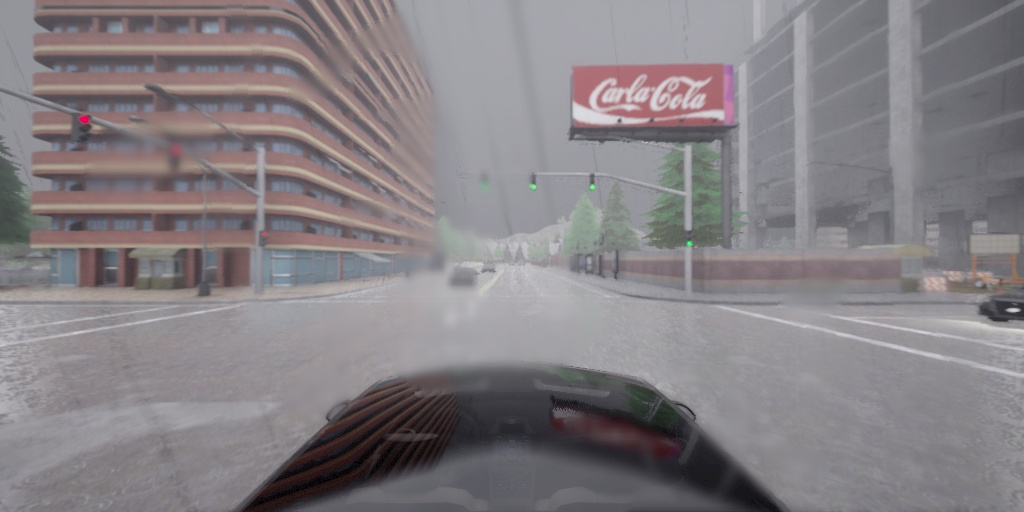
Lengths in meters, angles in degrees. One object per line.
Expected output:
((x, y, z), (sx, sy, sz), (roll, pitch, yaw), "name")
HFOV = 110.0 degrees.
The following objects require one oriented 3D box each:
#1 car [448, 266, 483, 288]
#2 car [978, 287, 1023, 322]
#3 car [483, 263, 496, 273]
((-3.500, 1.599, 26.715), (1.837, 1.490, 4.892), (0, 1, 0), "car")
((16.777, 1.412, 10.594), (4.181, 1.385, 1.994), (0, -1, 0), "car")
((-3.501, 1.854, 55.027), (1.882, 1.535, 5.008), (0, 1, 0), "car")
